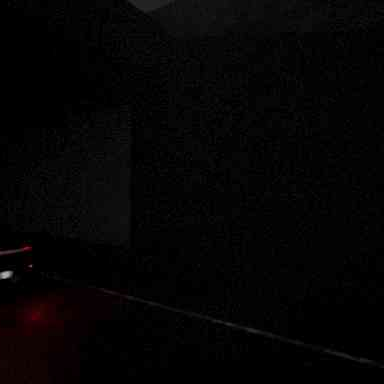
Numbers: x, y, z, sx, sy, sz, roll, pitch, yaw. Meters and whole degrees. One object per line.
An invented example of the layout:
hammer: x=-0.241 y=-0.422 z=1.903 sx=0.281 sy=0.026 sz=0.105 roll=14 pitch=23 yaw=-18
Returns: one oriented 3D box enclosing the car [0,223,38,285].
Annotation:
car: x=-5.696 y=1.424 z=8.062 sx=4.902 sy=1.511 sz=2.128 roll=0 pitch=0 yaw=36
